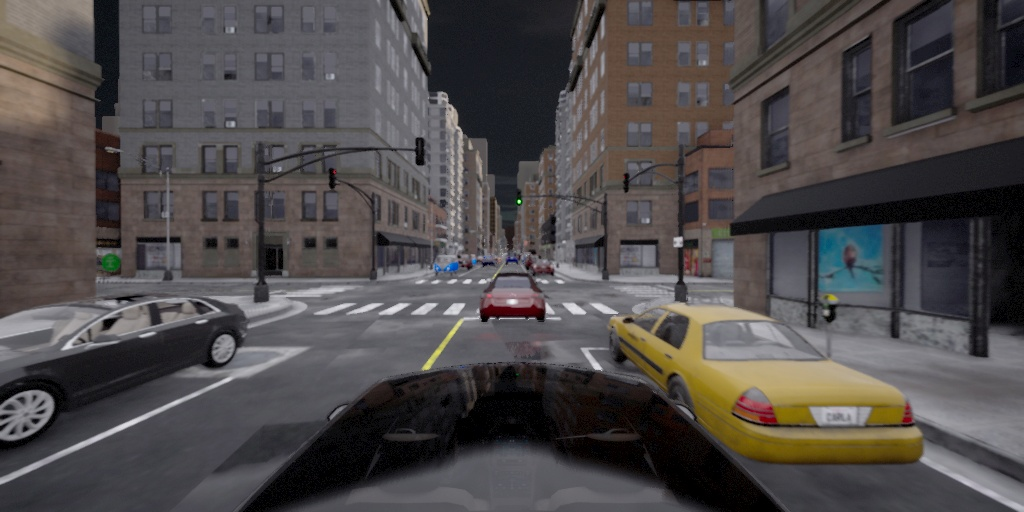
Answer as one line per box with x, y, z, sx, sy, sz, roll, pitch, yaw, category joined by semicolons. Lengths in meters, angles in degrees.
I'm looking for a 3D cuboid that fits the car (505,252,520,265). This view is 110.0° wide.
0.024;0.415;61.094;2.150;2.045;5.566;0;1;0;car

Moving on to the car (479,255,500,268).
-3.091;0.916;49.209;1.895;1.301;4.718;0;1;0;car

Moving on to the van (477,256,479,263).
-5.863;0.658;48.998;1.690;1.789;3.998;0;0;0;van

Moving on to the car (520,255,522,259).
2.661;0.812;54.600;2.007;1.370;4.403;0;0;0;car

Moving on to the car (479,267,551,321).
0.048;1.223;11.972;1.994;1.385;4.181;0;1;1;car

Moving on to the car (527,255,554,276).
2.664;0.916;32.259;1.967;1.591;4.097;0;0;0;car

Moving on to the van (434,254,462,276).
-5.861;0.817;32.240;1.690;1.789;3.998;0;0;0;van

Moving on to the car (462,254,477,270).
-5.863;0.686;43.413;2.192;1.841;5.009;0;0;0;car

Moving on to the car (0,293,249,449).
-5.858;1.270;5.046;2.007;1.370;4.403;0;0;0;car

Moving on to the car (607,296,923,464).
2.667;1.245;5.235;1.751;1.417;4.829;0;0;0;car

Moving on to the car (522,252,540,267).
2.662;0.687;43.429;2.192;1.841;5.009;0;0;0;car

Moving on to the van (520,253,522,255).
2.660;0.544;60.185;1.690;1.789;3.998;0;0;0;van
